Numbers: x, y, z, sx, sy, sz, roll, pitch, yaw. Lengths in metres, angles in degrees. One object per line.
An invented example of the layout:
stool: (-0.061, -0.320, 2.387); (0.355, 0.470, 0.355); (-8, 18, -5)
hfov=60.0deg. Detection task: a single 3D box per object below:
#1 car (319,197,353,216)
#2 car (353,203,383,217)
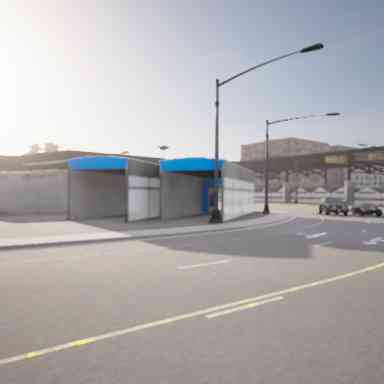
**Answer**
car: (15.847, 1.599, 37.449); (2.150, 2.045, 5.566); (1, -1, 10)
car: (19.319, 1.947, 37.000); (2.033, 1.411, 5.357); (0, 0, 10)
